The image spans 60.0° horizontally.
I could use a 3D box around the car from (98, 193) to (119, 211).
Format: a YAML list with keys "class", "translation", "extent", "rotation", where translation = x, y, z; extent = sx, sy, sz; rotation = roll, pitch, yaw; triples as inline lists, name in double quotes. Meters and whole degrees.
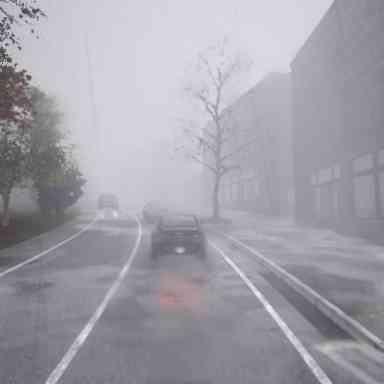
- class: "car"
  translation: [-10.619, 1.220, 41.995]
  extent: [2.150, 2.045, 5.566]
  rotation: [2, -1, -20]

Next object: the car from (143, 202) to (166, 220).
- class: "car"
  translation: [-3.180, 1.594, 28.765]
  extent: [1.812, 1.442, 4.674]
  rotation: [1, 0, -13]

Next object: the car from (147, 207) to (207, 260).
- class: "car"
  translation: [-0.568, 1.524, 12.520]
  extent: [1.837, 1.490, 4.892]
  rotation: [1, 0, -5]
